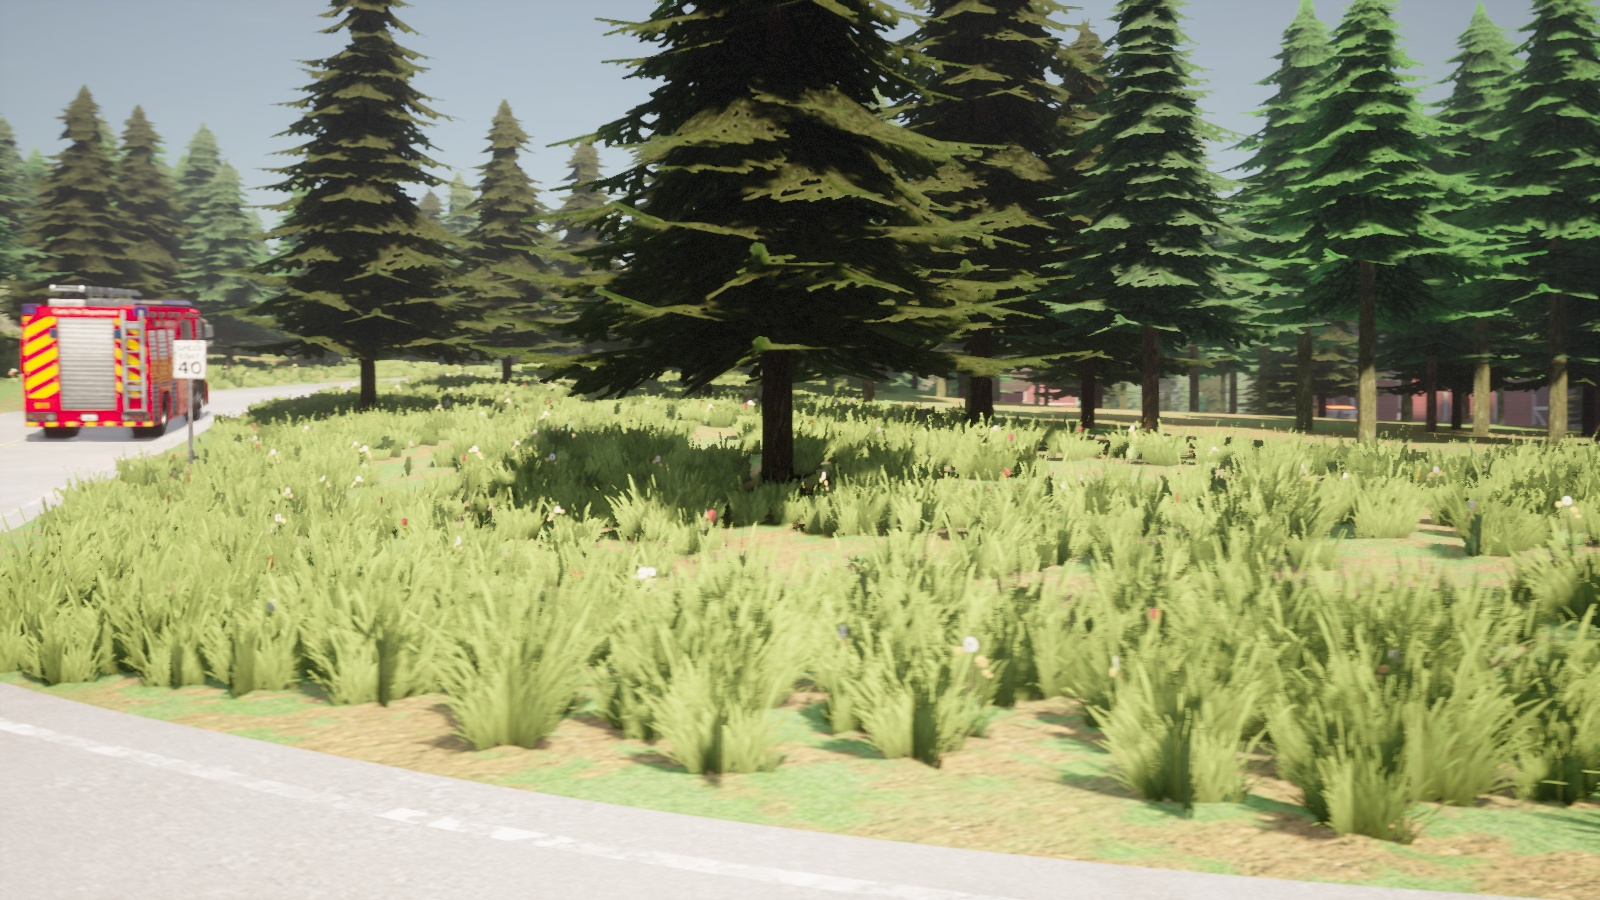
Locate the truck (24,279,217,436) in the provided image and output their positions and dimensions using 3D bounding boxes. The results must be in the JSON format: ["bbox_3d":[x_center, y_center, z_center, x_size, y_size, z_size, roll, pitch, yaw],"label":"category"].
[{"bbox_3d":[-18.615,-2.680,35.056,2.891,3.827,8.468,0,6,-16],"label":"truck"}]
